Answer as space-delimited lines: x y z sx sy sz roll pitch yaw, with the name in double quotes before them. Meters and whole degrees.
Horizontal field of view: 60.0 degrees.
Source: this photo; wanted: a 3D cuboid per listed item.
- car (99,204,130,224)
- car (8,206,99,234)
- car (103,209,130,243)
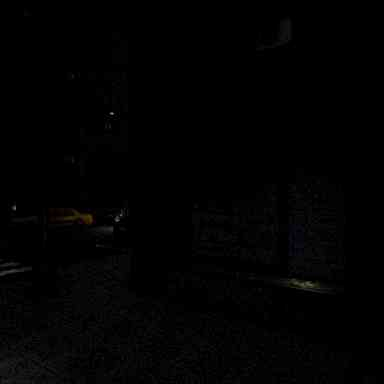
"car" -4.975 1.584 24.270 2.008 1.369 4.403 0 0 36
"car" -8.224 1.554 19.729 1.752 1.417 4.829 0 0 36
"car" -1.604 1.561 15.190 1.947 1.339 4.313 0 0 36
